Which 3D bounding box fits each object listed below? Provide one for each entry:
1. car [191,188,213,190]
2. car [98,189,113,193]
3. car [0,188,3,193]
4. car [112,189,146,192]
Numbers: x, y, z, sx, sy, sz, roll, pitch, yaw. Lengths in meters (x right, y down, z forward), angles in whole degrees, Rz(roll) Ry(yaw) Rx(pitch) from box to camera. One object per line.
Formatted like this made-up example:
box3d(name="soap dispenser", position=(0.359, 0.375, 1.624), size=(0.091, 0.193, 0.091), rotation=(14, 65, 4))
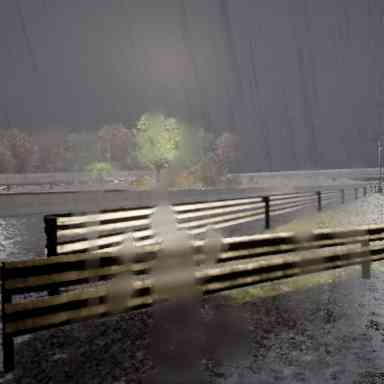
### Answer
box3d(name="car", position=(2.397, 0.036, 54.381), size=(1.895, 1.301, 4.718), rotation=(0, 1, 33))
box3d(name="car", position=(-10.439, 0.400, 41.021), size=(2.097, 1.767, 4.553), rotation=(0, 1, 33))
box3d(name="car", position=(-32.441, -0.348, 53.379), size=(1.812, 1.442, 4.674), rotation=(-1, 3, 12))
box3d(name="car", position=(-6.758, 0.496, 40.276), size=(2.128, 1.511, 4.902), rotation=(0, 1, 33))
